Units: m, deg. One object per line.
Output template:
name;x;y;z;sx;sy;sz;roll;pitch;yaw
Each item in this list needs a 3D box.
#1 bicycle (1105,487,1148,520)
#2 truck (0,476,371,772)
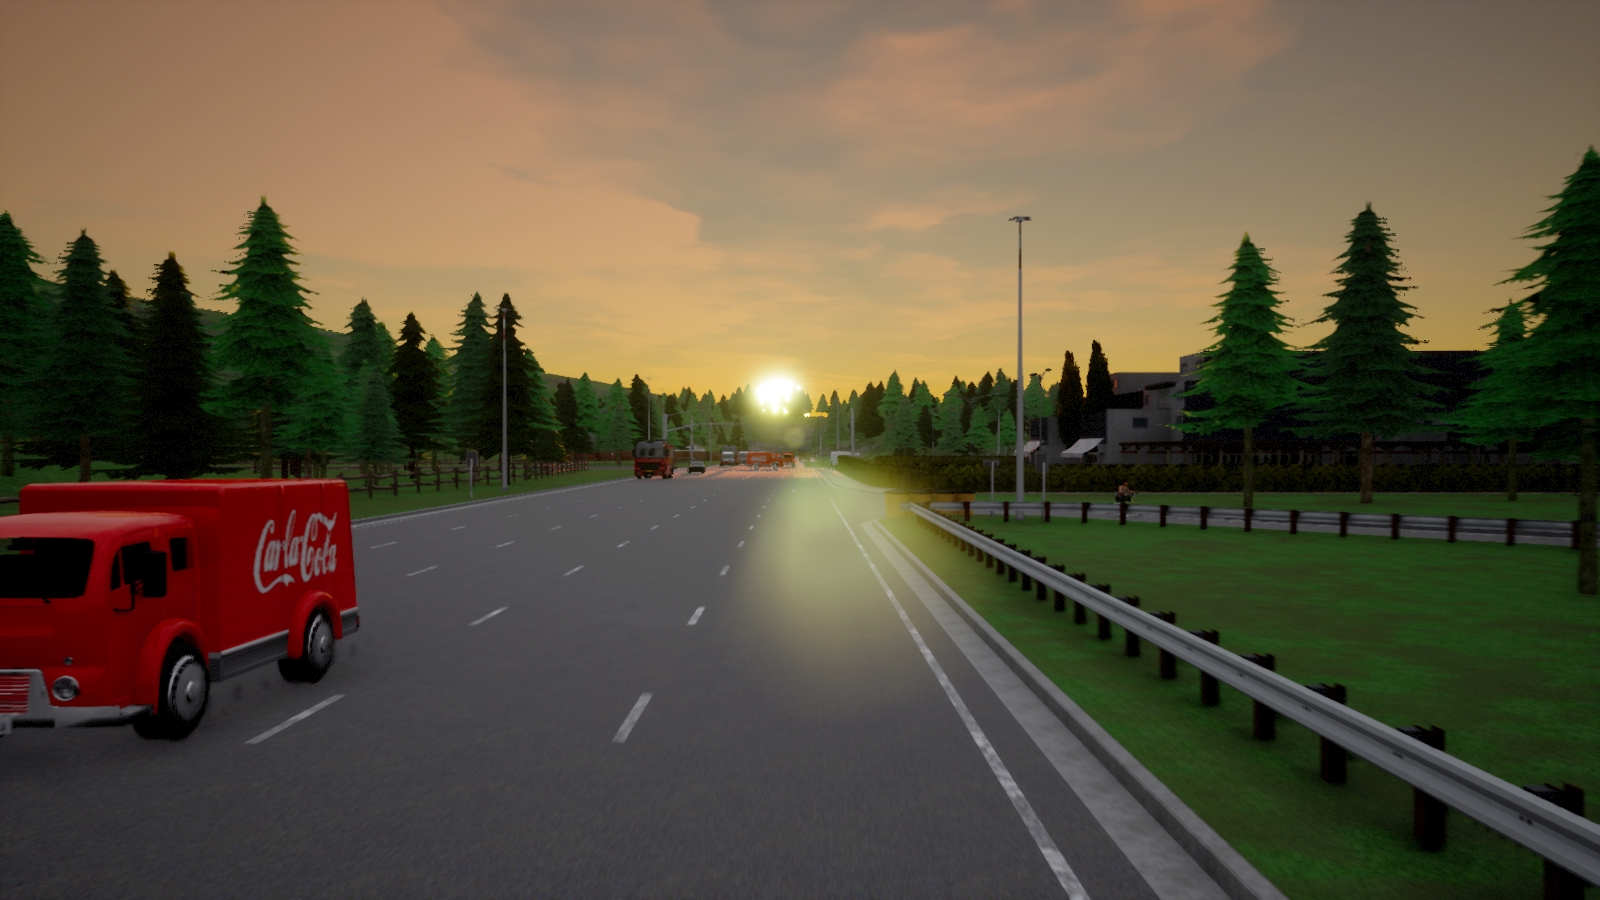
bicycle;13.307;2.157;46.545;0.859;1.276;1.487;0;0;-34
truck;-6.999;1.570;12.525;2.627;2.467;5.204;0;0;0
